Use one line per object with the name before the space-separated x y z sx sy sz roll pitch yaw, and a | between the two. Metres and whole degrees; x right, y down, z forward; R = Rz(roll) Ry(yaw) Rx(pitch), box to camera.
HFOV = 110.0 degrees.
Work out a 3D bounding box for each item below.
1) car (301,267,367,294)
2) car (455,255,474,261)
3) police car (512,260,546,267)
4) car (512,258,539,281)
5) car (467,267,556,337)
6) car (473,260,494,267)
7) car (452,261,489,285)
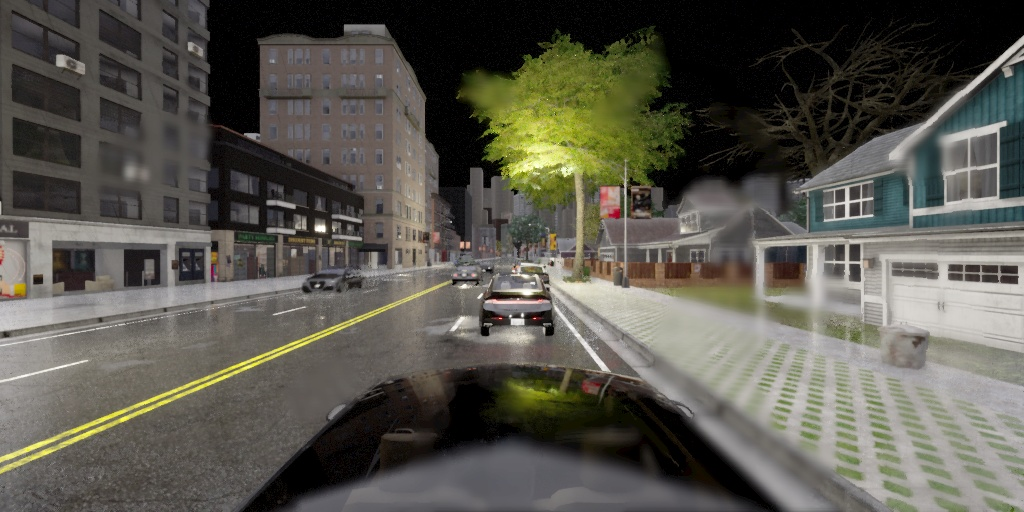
car | -9.784 1.304 20.014 1.994 1.385 4.181 0 0 0
car | -6.420 0.934 50.111 2.150 2.045 5.566 0 0 0
police car | 1.044 1.165 20.583 1.930 1.638 5.238 0 0 0
car | 1.080 1.082 30.443 2.097 1.767 4.553 0 0 0
car | 0.130 1.239 10.333 2.128 1.511 4.902 0 0 0
car | -3.006 1.321 40.813 1.895 1.301 4.718 0 0 0
car | -3.064 1.282 25.645 2.033 1.411 5.357 0 0 0
